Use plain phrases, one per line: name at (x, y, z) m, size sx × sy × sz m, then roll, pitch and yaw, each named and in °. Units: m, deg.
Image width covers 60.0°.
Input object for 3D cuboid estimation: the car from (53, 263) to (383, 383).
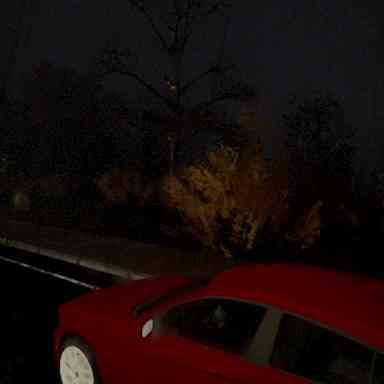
car at (0.704, 1.444, 3.073) m, size 5.008 × 1.535 × 1.882 m, roll 2°, pitch 1°, yaw 36°
